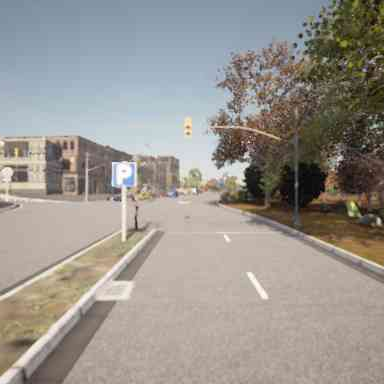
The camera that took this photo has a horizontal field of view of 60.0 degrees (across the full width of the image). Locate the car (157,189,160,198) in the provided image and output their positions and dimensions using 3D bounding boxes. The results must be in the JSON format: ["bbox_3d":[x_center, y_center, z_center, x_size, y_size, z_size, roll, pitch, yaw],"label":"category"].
[{"bbox_3d":[-9.729,0.605,69.441,4.674,1.452,2.002,-1,1,-13],"label":"car"}]

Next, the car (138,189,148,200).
[{"bbox_3d":[-10.874,0.689,57.482,5.366,1.575,1.946,-1,0,-15],"label":"car"}]

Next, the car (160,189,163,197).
[{"bbox_3d":[-9.361,0.572,72.443,4.674,1.452,2.002,-1,0,-13],"label":"car"}]

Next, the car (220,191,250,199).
[{"bbox_3d":[8.121,0.579,63.070,5.366,1.575,1.946,0,0,-13],"label":"car"}]

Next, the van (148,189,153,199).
[{"bbox_3d":[-10.323,0.402,63.472,4.442,1.987,1.878,-1,0,-14],"label":"van"}]

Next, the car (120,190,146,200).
[{"bbox_3d":[-10.785,0.538,60.432,4.553,1.767,2.185,-1,0,-14],"label":"car"}]

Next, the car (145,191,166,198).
[{"bbox_3d":[-8.553,0.507,78.426,4.674,1.452,2.002,-1,1,-12],"label":"car"}]

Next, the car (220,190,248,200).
[{"bbox_3d":[7.589,0.488,60.074,4.553,1.767,2.185,0,0,-14],"label":"car"}]

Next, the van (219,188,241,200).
[{"bbox_3d":[7.209,0.421,57.103,4.442,1.987,1.878,0,1,-14],"label":"van"}]

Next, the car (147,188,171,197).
[{"bbox_3d":[-8.107,0.182,81.429,5.566,2.045,2.435,-1,0,-12],"label":"car"}]

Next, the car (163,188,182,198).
[{"bbox_3d":[-4.359,0.240,73.897,2.150,2.045,5.566,0,1,7],"label":"car"}]

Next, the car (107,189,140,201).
[{"bbox_3d":[-11.515,0.763,54.489,4.792,1.488,2.163,-1,1,-15],"label":"car"}]

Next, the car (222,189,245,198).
[{"bbox_3d":[9.362,0.319,74.775,4.553,1.767,2.185,0,0,-12],"label":"car"}]

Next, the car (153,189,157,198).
[{"bbox_3d":[-10.098,0.599,66.445,4.892,1.521,2.231,-1,0,-14],"label":"car"}]

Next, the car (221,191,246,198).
[{"bbox_3d":[8.629,0.553,68.909,4.674,1.452,2.002,0,0,-13],"label":"car"}]

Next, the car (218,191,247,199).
[{"bbox_3d":[8.100,0.542,65.921,5.366,1.575,1.946,0,1,-13],"label":"car"}]

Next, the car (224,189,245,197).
[{"bbox_3d":[10.255,0.251,80.645,4.553,1.767,2.185,0,1,-11],"label":"car"}]
